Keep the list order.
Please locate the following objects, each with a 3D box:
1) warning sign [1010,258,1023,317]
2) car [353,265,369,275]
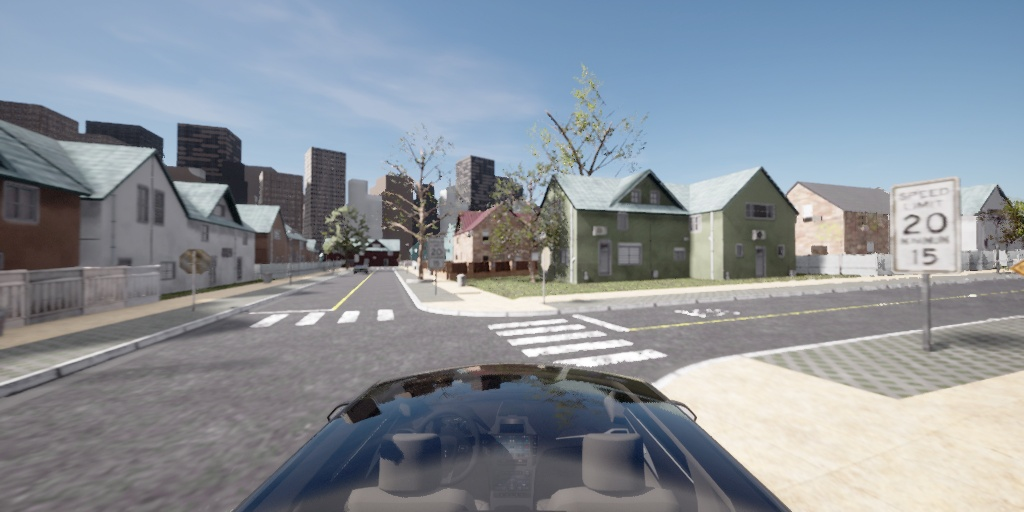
[{"bbox_3d":[13.141,0.566,8.631,1.060,1.860,1.300,0,0,-18],"label":"warning sign"},{"bbox_3d":[-21.014,1.872,50.035,1.895,1.301,4.718,0,-1,-19],"label":"car"}]
